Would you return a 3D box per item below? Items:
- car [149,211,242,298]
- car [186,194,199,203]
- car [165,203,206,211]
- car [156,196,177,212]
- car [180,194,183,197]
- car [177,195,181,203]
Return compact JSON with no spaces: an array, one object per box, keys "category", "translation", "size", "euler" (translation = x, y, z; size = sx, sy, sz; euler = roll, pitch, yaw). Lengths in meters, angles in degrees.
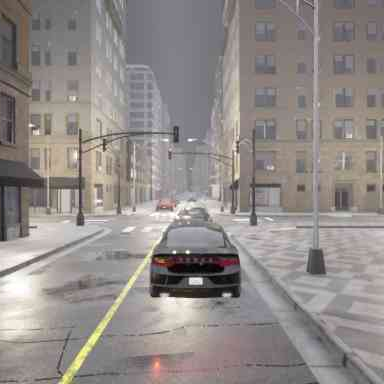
[{"category":"car","translation":[0.066,1.477,8.556],"size":[1.882,1.535,5.008],"euler":[0,0,0]},{"category":"car","translation":[-0.007,1.597,70.776],"size":[1.895,1.301,4.718],"euler":[0,0,0]},{"category":"car","translation":[0.088,1.546,18.366],"size":[2.033,1.411,5.357],"euler":[0,0,6]},{"category":"car","translation":[-3.142,1.475,39.736],"size":[1.882,1.535,5.008],"euler":[0,0,-1]},{"category":"car","translation":[-3.134,1.501,59.642],"size":[1.837,1.490,4.892],"euler":[0,0,0]},{"category":"car","translation":[-3.121,1.544,49.468],"size":[2.033,1.411,5.357],"euler":[0,0,0]}]
